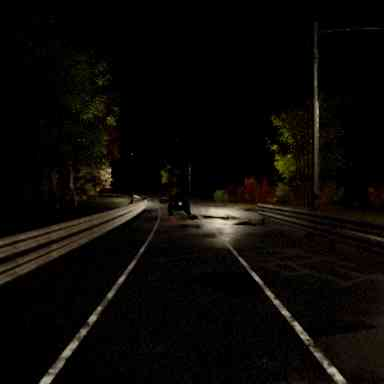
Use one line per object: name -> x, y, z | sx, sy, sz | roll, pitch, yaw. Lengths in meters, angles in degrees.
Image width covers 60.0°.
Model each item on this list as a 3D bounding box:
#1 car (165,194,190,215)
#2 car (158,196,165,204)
car -> -1.431, 1.236, 34.956 | 2.150, 2.045, 5.566 | 0, 0, -6
car -> -5.557, 1.546, 65.640 | 2.033, 1.411, 5.357 | 0, 0, -11
